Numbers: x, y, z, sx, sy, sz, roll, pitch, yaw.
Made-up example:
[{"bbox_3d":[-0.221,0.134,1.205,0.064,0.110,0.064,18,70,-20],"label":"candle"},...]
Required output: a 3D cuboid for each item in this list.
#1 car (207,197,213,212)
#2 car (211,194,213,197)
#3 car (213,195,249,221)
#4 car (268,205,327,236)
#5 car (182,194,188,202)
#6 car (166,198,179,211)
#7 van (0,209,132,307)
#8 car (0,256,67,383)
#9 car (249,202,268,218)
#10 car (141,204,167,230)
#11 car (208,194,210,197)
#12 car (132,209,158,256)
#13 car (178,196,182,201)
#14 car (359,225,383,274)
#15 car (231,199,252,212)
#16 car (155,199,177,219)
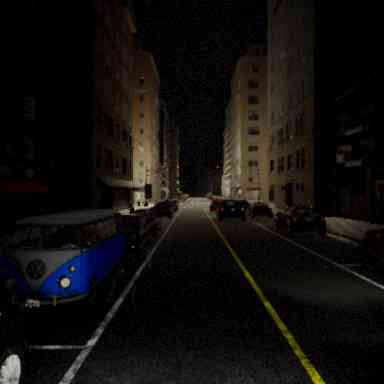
[{"bbox_3d":[3.103,1.587,39.892,1.994,1.385,4.181,0,0,1],"label":"car"},{"bbox_3d":[6.022,1.522,77.716,1.967,1.590,4.097,0,0,0],"label":"car"},{"bbox_3d":[3.102,1.367,27.342,2.097,1.767,4.553,0,0,0],"label":"car"},{"bbox_3d":[5.886,1.455,18.620,1.967,1.590,4.097,0,0,0],"label":"car"},{"bbox_3d":[-2.502,1.652,77.744,1.802,1.307,4.206,0,0,0],"label":"car"},{"bbox_3d":[-2.611,1.593,35.139,1.802,1.307,4.206,0,0,0],"label":"car"},{"bbox_3d":[-2.659,1.339,7.633,1.690,1.788,3.998,0,0,0],"label":"van"},{"bbox_3d":[-2.669,1.547,2.131,2.008,1.369,4.403,0,0,0],"label":"car"},{"bbox_3d":[5.905,1.571,29.623,2.008,1.369,4.403,0,0,0],"label":"car"},{"bbox_3d":[-2.639,1.584,18.636,1.802,1.307,4.206,0,0,0],"label":"car"},{"bbox_3d":[6.061,1.659,88.533,2.008,1.369,4.403,0,0,0],"label":"car"},{"bbox_3d":[-2.649,1.566,13.134,1.947,1.339,4.313,0,0,0],"label":"car"},{"bbox_3d":[-2.601,1.455,40.641,1.967,1.590,4.097,0,0,0],"label":"car"},{"bbox_3d":[5.866,1.326,7.617,2.192,1.841,5.009,0,0,0],"label":"car"},{"bbox_3d":[5.924,1.593,40.626,1.947,1.339,4.313,0,0,0],"label":"car"},{"bbox_3d":[-2.620,1.574,29.638,1.947,1.339,4.313,0,0,0],"label":"car"}]
